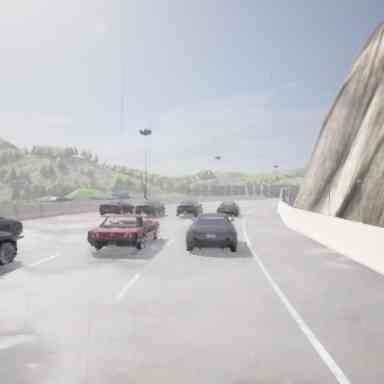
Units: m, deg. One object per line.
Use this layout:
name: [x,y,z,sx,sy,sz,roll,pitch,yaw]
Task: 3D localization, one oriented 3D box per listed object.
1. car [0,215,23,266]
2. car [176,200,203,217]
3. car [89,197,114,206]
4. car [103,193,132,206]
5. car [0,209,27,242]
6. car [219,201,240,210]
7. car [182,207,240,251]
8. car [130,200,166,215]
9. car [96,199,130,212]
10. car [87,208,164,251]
car: [-6.553,1.478,8.657,2.128,1.511,4.902,0,0,3]
car: [-0.163,1.509,31.330,1.837,1.490,4.892,0,0,11]
car: [-15.381,1.574,56.848,1.895,1.301,4.718,0,0,18]
car: [-12.286,1.199,55.034,2.150,2.045,5.566,0,0,18]
car: [-9.576,1.544,14.966,1.994,1.385,4.181,0,0,5]
car: [3.576,1.577,32.110,1.994,1.385,4.181,0,0,12]
car: [0.881,1.568,14.113,1.994,1.385,4.181,0,0,5]
car: [-3.803,1.501,30.952,1.837,1.490,4.892,0,0,10]
car: [-7.151,1.466,32.060,1.882,1.535,5.008,0,0,10]
car: [-2.658,1.597,14.135,1.895,1.301,4.718,0,0,5]
